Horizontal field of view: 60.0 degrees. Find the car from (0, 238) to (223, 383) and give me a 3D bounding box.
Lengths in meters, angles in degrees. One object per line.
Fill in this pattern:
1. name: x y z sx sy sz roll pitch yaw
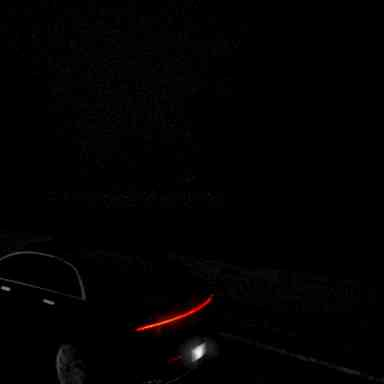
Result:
1. car: -1.891 1.476 5.035 4.892 1.490 1.837 0 0 36
